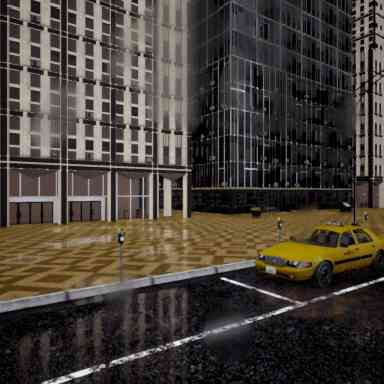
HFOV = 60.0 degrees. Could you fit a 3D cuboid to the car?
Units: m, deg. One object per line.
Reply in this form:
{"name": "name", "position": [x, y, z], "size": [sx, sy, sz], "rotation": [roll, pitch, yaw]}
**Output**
{"name": "car", "position": [3.830, 1.526, 9.271], "size": [4.829, 1.417, 1.752], "rotation": [0, 0, -35]}
